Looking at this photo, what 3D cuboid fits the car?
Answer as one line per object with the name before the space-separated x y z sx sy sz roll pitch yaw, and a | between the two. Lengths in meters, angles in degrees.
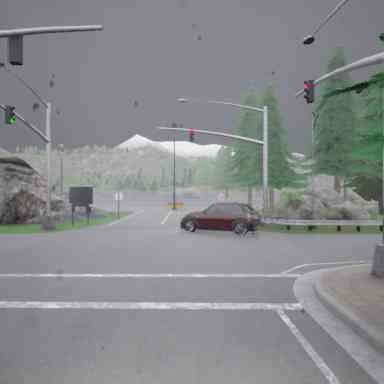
car | 1.620 1.409 18.973 4.553 1.767 2.097 0 0 29
